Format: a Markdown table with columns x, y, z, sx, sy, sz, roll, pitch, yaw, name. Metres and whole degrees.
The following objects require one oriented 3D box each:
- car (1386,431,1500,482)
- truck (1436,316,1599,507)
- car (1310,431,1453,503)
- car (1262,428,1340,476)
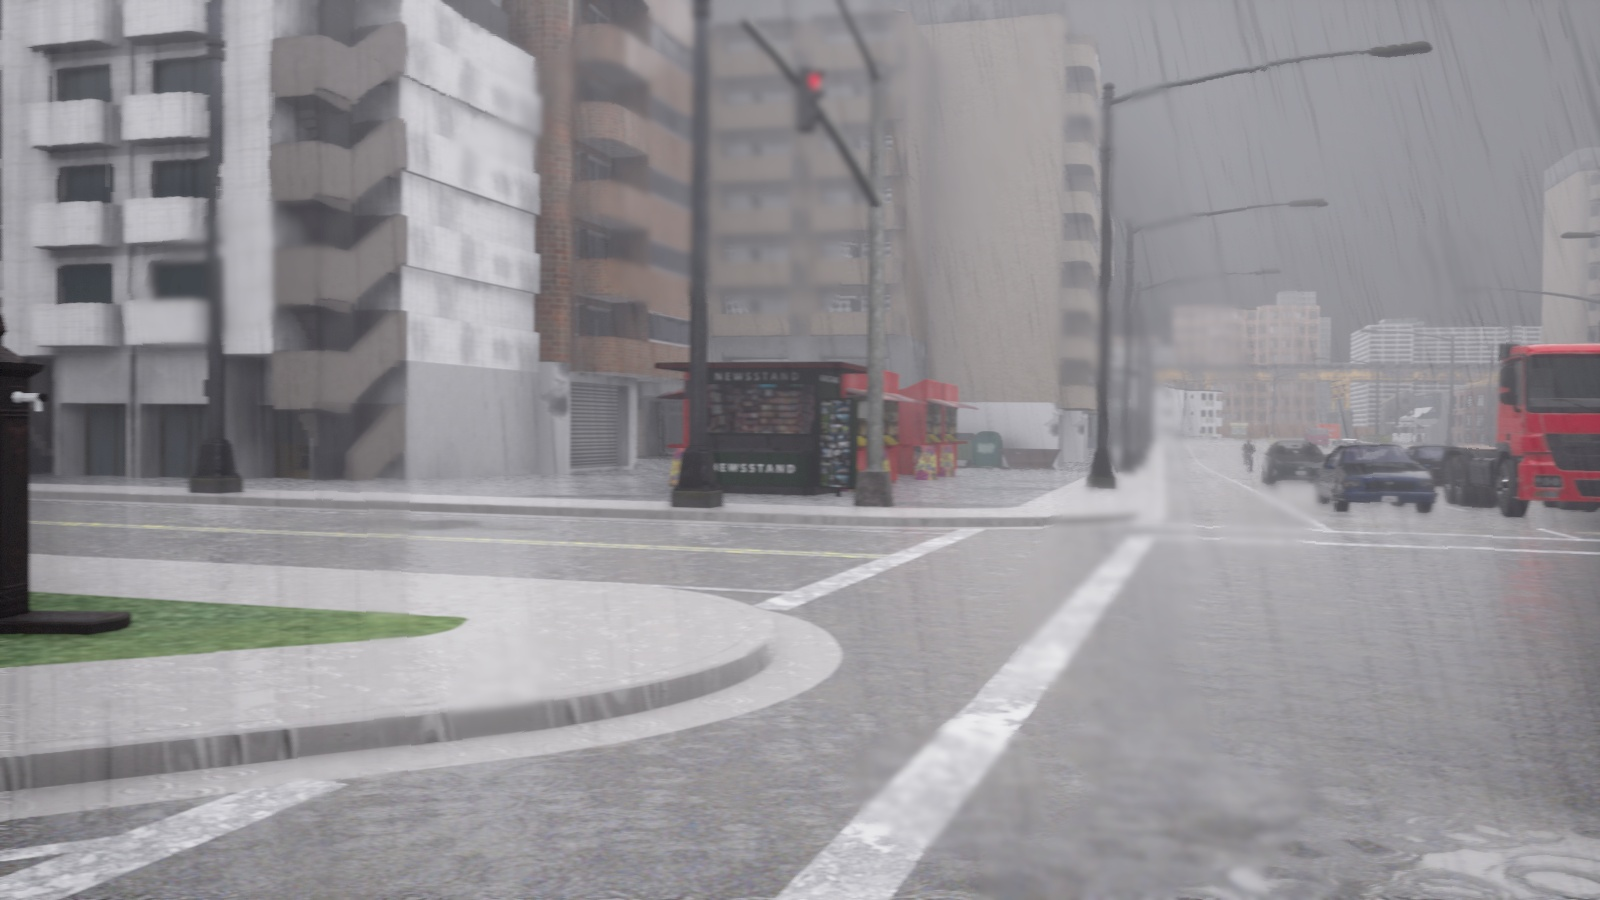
| x | y | z | sx | sy | sz | roll | pitch | yaw | name |
| --- | --- | --- | --- | --- | --- | --- | --- | --- | --- |
| 19.025 | 0.176 | 37.421 | 2.033 | 1.411 | 5.357 | 0 | 0 | 16 | car |
| 15.856 | -0.747 | 26.510 | 2.891 | 3.462 | 7.936 | 0 | 1 | 16 | truck |
| 12.407 | 0.303 | 27.154 | 2.033 | 1.411 | 5.357 | 0 | 1 | 16 | car |
| 16.795 | 0.066 | 42.301 | 2.007 | 1.525 | 4.514 | 0 | 0 | 16 | car |
